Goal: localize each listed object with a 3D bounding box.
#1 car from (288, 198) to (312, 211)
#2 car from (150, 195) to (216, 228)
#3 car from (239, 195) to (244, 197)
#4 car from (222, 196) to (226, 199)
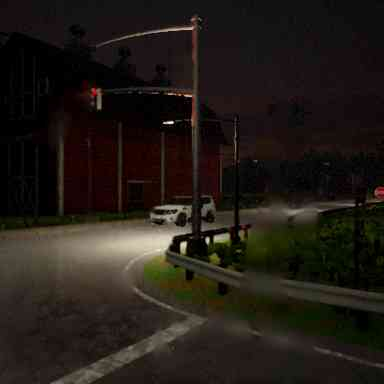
[{"bbox_3d":[13.821,1.532,42.262,1.837,1.490,4.892,0,0,37],"label":"car"},{"bbox_3d":[-0.445,1.247,23.170,2.150,2.045,5.566,0,0,37],"label":"car"},{"bbox_3d":[12.940,1.544,89.158,1.784,1.438,3.905,0,0,36],"label":"car"},{"bbox_3d":[6.341,1.529,78.050,1.816,1.474,4.193,0,0,36],"label":"car"}]
